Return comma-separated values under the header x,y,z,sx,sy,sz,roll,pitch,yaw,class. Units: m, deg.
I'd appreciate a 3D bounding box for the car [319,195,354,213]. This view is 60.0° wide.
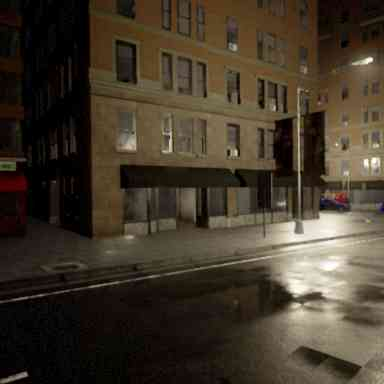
x,y,z,sx,sy,sz,roll,pitch,yaw,class
14.496,1.412,35.088,1.812,1.442,4.674,-1,1,-43,car

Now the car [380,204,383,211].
x,y,z,sx,sy,sz,roll,pitch,yaw,class
21.398,1.369,32.714,5.008,1.535,1.882,0,2,36,car

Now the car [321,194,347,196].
x,y,z,sx,sy,sz,roll,pitch,yaw,class
16.749,1.102,41.049,2.192,1.841,5.009,0,1,-44,car
